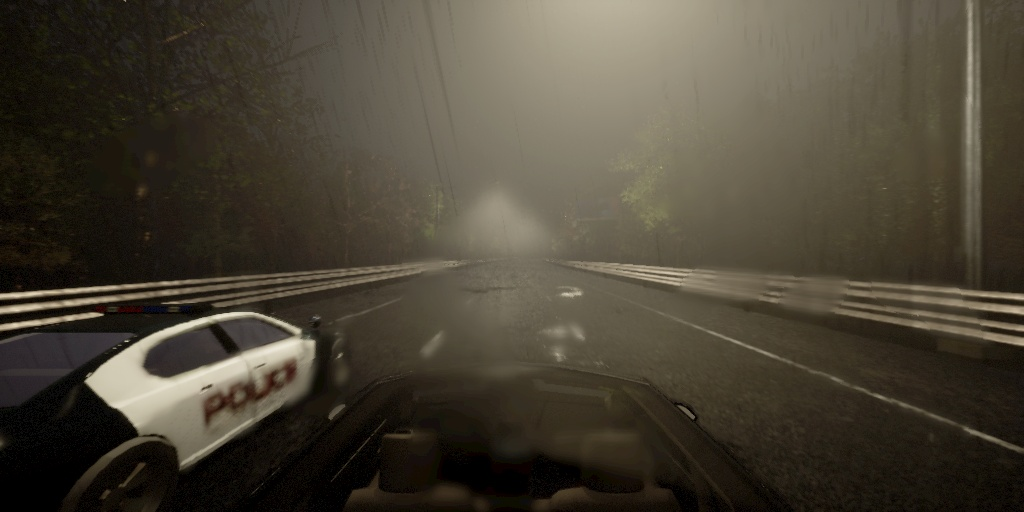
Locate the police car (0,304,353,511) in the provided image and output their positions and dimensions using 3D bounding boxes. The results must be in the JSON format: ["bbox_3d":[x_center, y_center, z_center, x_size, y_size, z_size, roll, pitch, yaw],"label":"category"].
[{"bbox_3d":[-3.513,1.271,3.902,2.038,1.542,4.974,0,0,0],"label":"police car"}]
